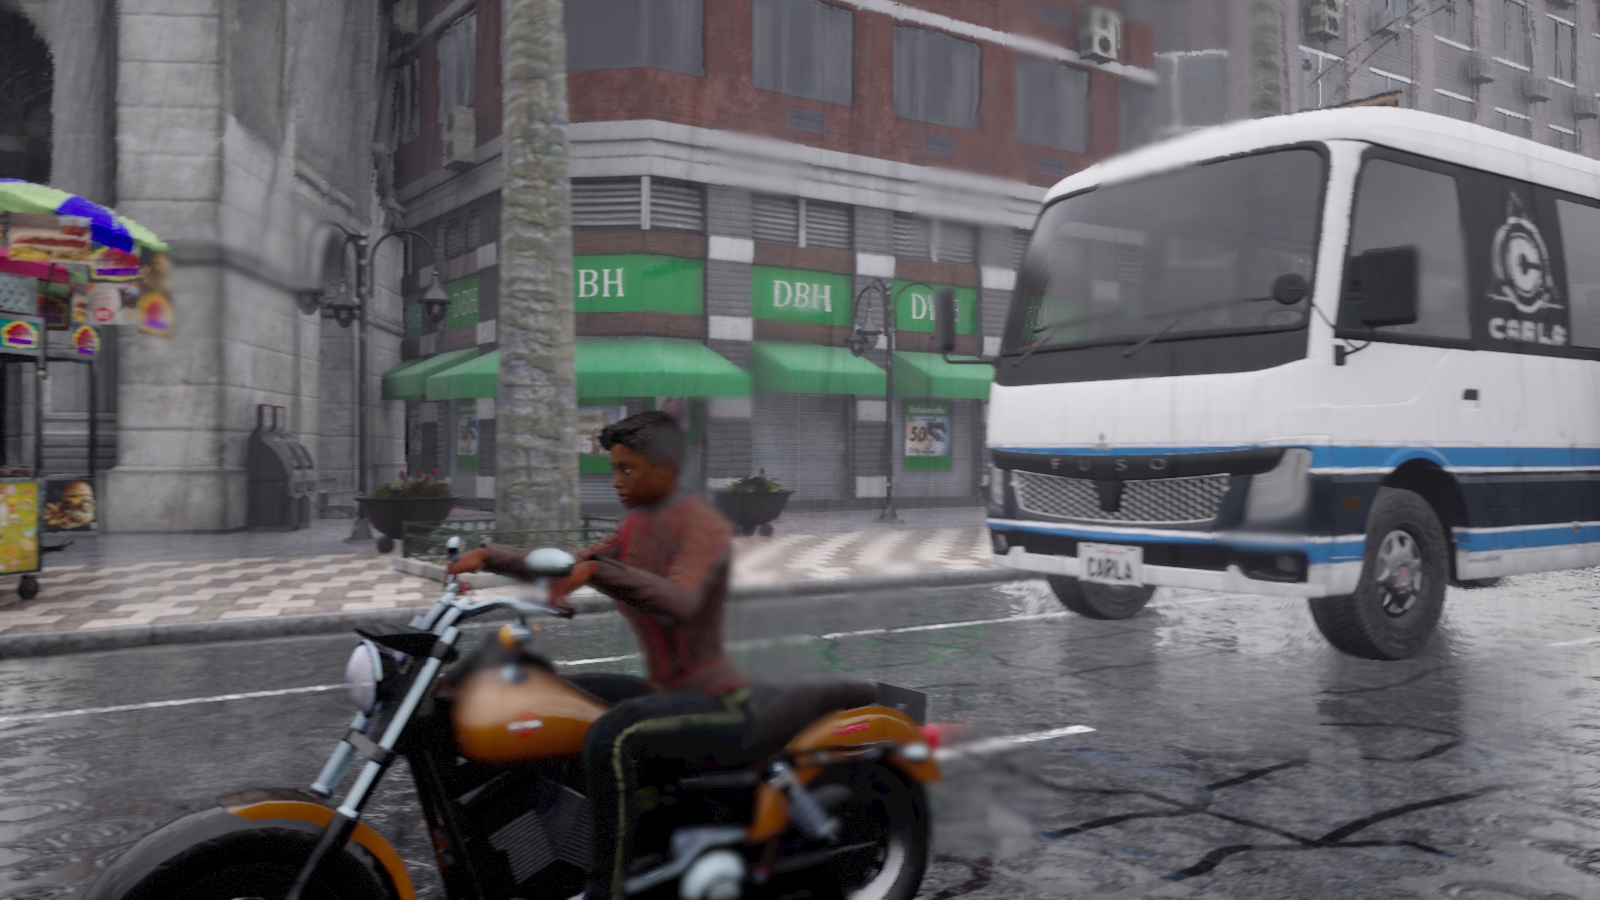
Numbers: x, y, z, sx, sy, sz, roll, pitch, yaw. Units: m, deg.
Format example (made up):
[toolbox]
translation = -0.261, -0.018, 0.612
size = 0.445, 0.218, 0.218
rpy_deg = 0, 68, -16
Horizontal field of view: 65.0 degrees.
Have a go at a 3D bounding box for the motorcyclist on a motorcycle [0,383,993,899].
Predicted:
[motorcyclist on a motorcycle]
translation = -0.643, 0.704, 3.199
size = 2.350, 1.649, 0.766
rpy_deg = 0, 0, -34

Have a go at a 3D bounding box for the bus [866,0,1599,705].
[bus]
translation = 5.921, -0.615, 11.932
size = 10.273, 4.253, 3.944
rpy_deg = 0, 0, -34
